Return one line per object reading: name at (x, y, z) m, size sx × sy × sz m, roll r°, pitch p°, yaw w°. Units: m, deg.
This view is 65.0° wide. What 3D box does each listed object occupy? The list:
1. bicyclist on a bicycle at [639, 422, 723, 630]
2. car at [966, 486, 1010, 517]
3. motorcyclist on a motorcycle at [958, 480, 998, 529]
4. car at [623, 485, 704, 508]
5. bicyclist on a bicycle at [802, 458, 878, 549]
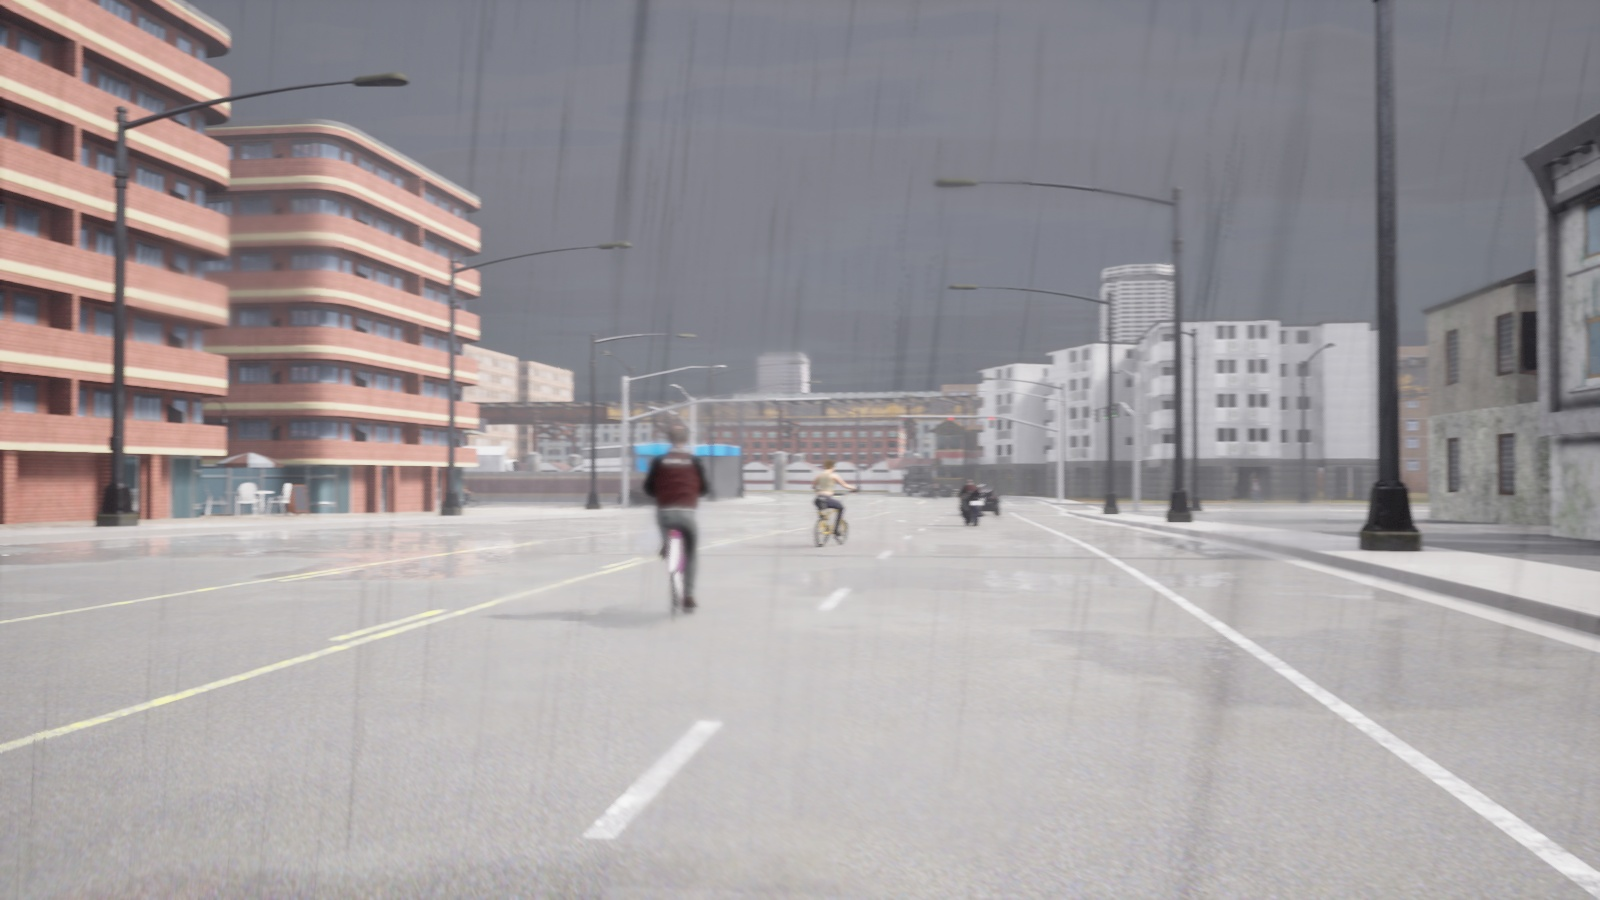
bicyclist on a bicycle at (-1.078, 0.661, 11.693) m, size 0.659 × 1.776 × 1.843 m, roll 1°, pitch -1°, yaw -2°
car at (9.514, 2.590, 63.782) m, size 2.163 × 1.488 × 4.792 m, roll 0°, pitch -2°, yaw 8°
motorcyclist on a motorcycle at (5.676, 1.731, 40.180) m, size 0.866 × 1.530 × 2.191 m, roll 0°, pitch -2°, yaw -3°
car at (-8.998, 3.059, 83.034) m, size 5.008 × 1.535 × 1.882 m, roll -1°, pitch -2°, yaw 12°
bicyclist on a bicycle at (0.745, 0.974, 23.046) m, size 0.866 × 1.612 × 1.509 m, roll -1°, pitch -2°, yaw 25°
